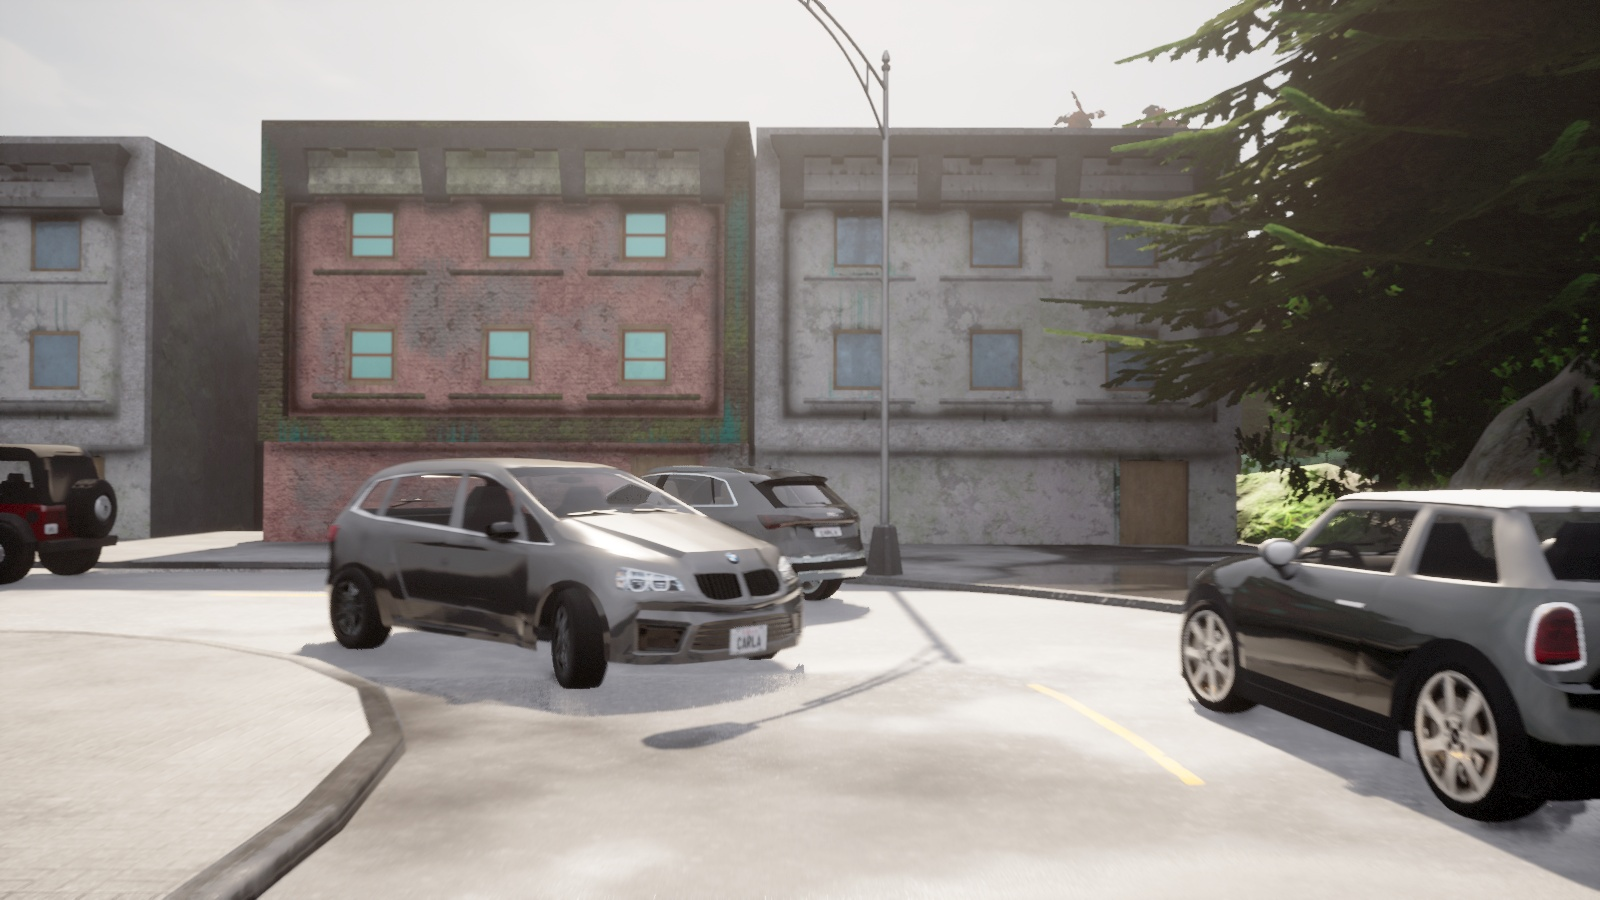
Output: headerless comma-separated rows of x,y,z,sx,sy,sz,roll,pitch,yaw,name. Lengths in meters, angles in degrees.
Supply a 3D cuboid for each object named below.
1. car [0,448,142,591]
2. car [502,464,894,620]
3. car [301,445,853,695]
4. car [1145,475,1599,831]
-11.648,0.951,17.591,3.866,1.878,1.905,-1,-1,1,car
-1.397,1.014,15.611,4.856,1.649,2.033,-1,-1,41,car
-2.051,0.848,10.747,4.611,1.667,2.242,-1,-2,41,car
3.692,0.888,7.272,1.970,1.475,3.806,0,-1,-7,car
